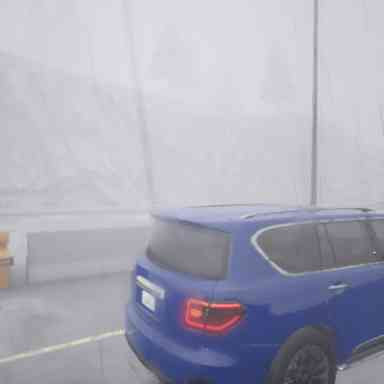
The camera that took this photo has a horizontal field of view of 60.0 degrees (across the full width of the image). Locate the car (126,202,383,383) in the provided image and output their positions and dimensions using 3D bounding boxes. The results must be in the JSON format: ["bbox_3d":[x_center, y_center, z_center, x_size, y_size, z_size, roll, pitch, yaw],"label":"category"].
[{"bbox_3d":[1.842,1.194,4.828,5.566,2.045,2.150,0,1,-32],"label":"car"}]

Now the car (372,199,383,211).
[{"bbox_3d":[23.492,1.448,38.538,4.718,1.301,1.895,0,1,-19],"label":"car"}]
